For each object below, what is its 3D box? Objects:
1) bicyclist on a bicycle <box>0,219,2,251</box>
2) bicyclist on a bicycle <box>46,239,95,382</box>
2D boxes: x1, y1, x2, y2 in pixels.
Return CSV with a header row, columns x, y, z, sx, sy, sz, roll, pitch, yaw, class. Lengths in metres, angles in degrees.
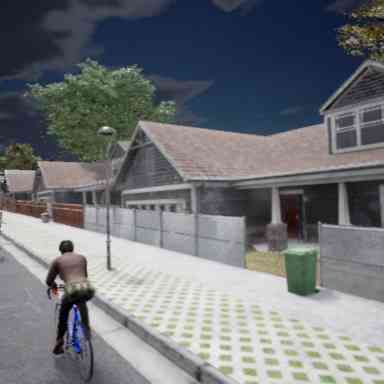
x,y,z,sx,sy,sz,roll,pitch,yaw,class
-6.937,1.558,11.667,0.582,1.620,1.656,-1,0,-36,bicyclist on a bicycle
-1.606,1.472,4.396,0.582,1.620,1.656,-1,0,-36,bicyclist on a bicycle
